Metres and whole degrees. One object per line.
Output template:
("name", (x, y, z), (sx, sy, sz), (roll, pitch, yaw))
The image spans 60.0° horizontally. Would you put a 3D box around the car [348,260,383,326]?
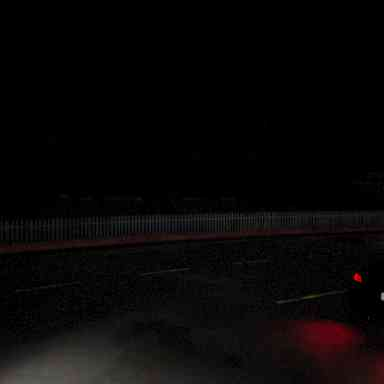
("car", (4.804, 1.564, 5.766), (4.181, 1.385, 1.994), (0, 0, -24))
